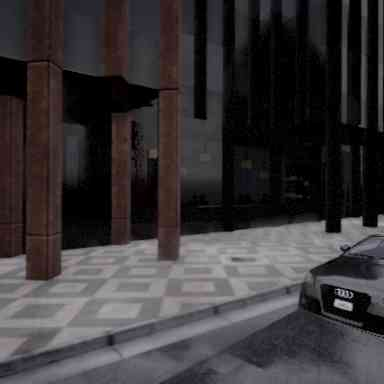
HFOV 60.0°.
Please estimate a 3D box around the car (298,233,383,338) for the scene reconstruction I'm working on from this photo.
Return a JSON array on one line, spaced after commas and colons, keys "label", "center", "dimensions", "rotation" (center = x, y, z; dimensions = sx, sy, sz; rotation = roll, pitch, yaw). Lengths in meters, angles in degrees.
[{"label": "car", "center": [3.900, 1.503, 6.185], "dimensions": [4.181, 1.385, 1.994], "rotation": [-1, 0, -36]}]
